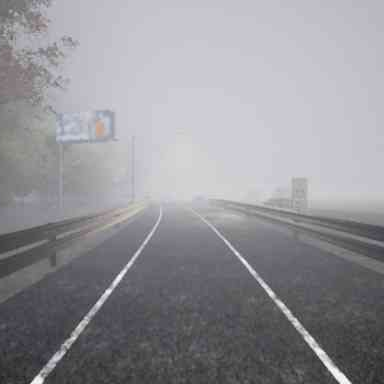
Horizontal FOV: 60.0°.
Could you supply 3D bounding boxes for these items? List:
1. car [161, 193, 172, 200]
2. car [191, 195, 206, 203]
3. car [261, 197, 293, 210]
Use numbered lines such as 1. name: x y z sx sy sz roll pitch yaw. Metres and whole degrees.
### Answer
1. car: -6.959 1.207 91.017 2.150 2.045 5.566 0 0 -18
2. car: 1.299 1.442 65.229 1.837 1.490 4.892 0 0 -18
3. car: 9.833 1.379 38.579 1.837 1.490 4.892 0 0 -18
